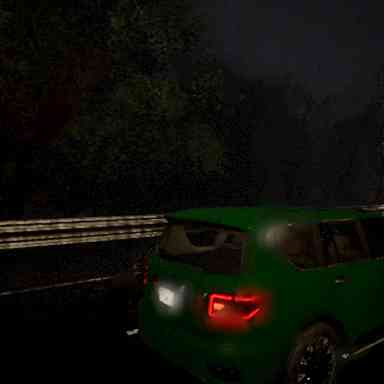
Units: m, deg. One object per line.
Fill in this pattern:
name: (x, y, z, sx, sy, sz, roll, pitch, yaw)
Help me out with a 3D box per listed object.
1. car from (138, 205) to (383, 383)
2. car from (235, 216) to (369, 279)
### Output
car: (1.911, 1.231, 5.130, 5.566, 2.045, 2.150, 0, 0, -36)
car: (3.613, 1.586, 10.676, 4.181, 1.385, 1.994, 0, 0, -36)
